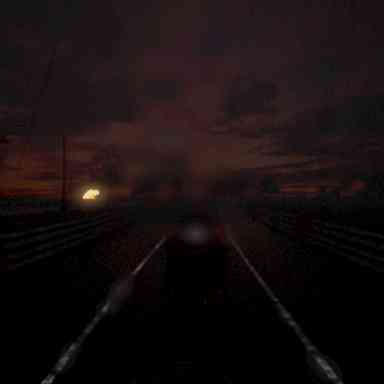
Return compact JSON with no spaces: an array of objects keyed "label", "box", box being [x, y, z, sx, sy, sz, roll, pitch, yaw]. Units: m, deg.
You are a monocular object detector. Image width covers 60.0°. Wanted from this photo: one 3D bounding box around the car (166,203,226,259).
[{"label":"car","box":[0.213,1.496,13.362,2.097,1.767,4.553,0,-1,2]}]
